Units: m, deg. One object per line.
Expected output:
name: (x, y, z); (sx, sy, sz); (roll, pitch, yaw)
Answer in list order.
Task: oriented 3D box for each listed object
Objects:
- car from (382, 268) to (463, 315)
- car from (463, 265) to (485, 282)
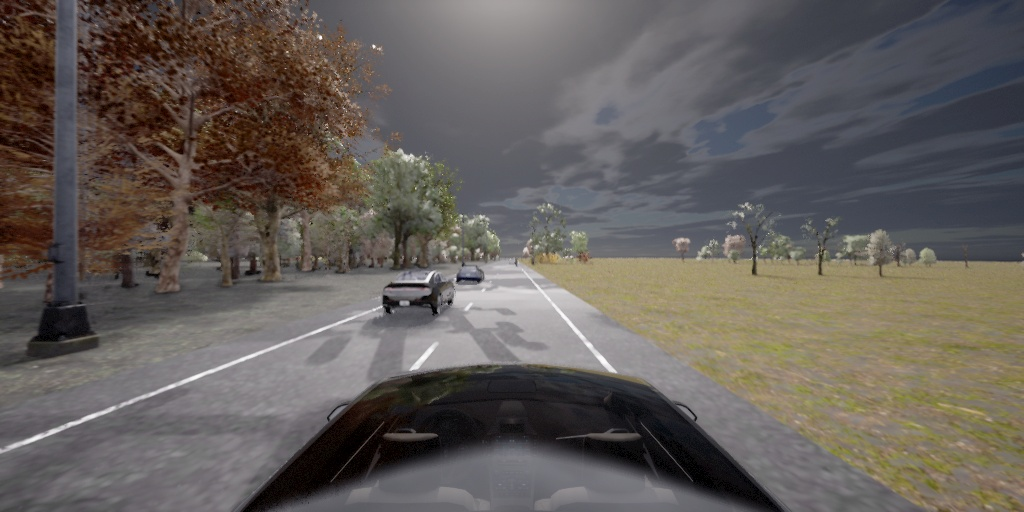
car: (-3.402, 1.292, 13.772); (2.128, 1.511, 4.902); (0, 0, 0)
car: (-3.402, 1.433, 29.818); (1.994, 1.385, 4.181); (0, 0, 0)
